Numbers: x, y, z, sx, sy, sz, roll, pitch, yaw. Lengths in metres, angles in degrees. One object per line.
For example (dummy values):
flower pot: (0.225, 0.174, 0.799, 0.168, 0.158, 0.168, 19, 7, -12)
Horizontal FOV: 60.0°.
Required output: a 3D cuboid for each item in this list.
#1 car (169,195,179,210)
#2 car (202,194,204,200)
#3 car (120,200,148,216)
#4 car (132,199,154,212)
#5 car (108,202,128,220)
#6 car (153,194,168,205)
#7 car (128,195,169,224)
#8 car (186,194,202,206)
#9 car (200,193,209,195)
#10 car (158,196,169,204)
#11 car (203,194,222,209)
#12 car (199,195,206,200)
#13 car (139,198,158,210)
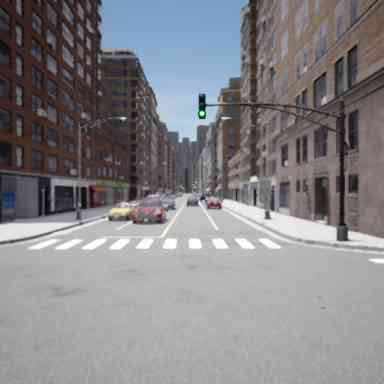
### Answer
car: (-3.063, 1.460, 41.621, 2.128, 1.511, 4.902, 0, 0, 0)
car: (2.889, 1.522, 54.889, 2.008, 1.369, 4.403, 0, 0, 0)
car: (-5.649, 1.525, 33.059, 2.008, 1.369, 4.403, 0, 0, 0)
car: (-5.646, 1.517, 38.510, 1.887, 1.381, 4.507, 0, 0, 0)
car: (-5.652, 1.502, 27.439, 1.752, 1.417, 4.829, 0, 0, 0)
car: (-5.633, 1.288, 60.313, 2.192, 1.841, 5.009, 0, 0, 0)
car: (-3.084, 1.331, 24.530, 2.097, 1.767, 4.553, 0, 0, 0)
car: (0.089, 1.463, 52.515, 2.128, 1.511, 4.902, 0, 0, 0)
car: (3.047, 1.204, 76.502, 2.150, 2.045, 5.566, 0, 0, 0)
car: (-5.630, 1.501, 65.594, 1.752, 1.417, 4.829, 0, 0, 0)
car: (2.882, 1.411, 43.992, 1.967, 1.590, 4.097, 0, 0, 0)
car: (2.912, 1.556, 93.028, 1.947, 1.339, 4.313, 0, 0, 0)
car: (-5.643, 1.516, 43.961, 1.887, 1.381, 4.507, 0, 0, 0)
